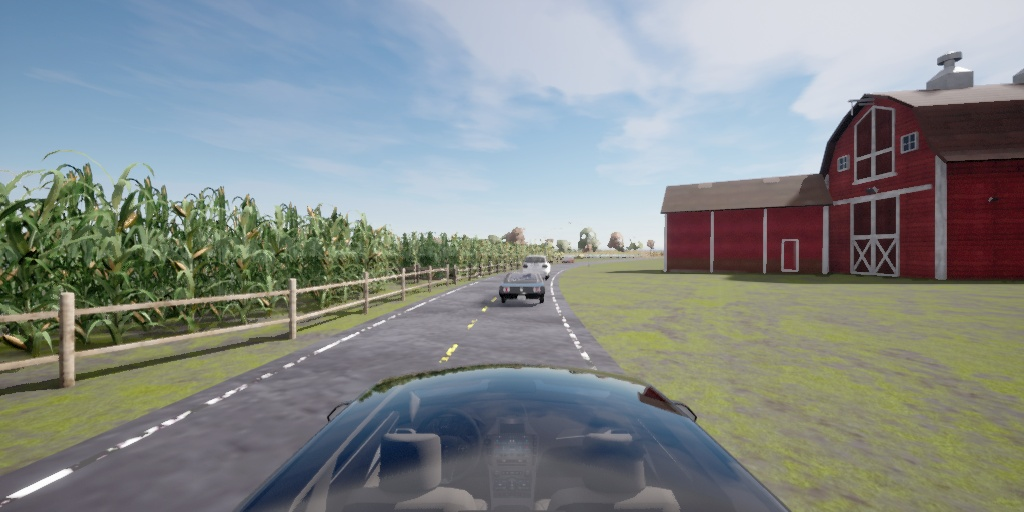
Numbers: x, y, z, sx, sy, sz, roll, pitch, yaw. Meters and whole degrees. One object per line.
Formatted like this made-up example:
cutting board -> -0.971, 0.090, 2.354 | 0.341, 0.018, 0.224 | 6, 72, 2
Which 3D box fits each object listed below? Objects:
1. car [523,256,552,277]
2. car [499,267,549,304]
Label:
car -> 2.214, 0.975, 31.184 | 2.150, 2.045, 5.566 | 0, 0, 9
car -> 0.554, 1.359, 16.382 | 1.895, 1.301, 4.718 | 0, 0, 4
